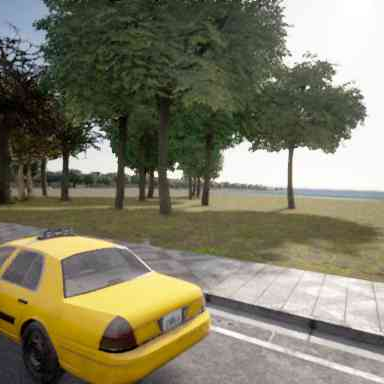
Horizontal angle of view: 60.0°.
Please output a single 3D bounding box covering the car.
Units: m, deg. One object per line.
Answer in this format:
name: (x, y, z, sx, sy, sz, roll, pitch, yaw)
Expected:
car: (-2.301, 1.333, 5.203, 5.366, 1.575, 1.801, 2, 1, 35)
